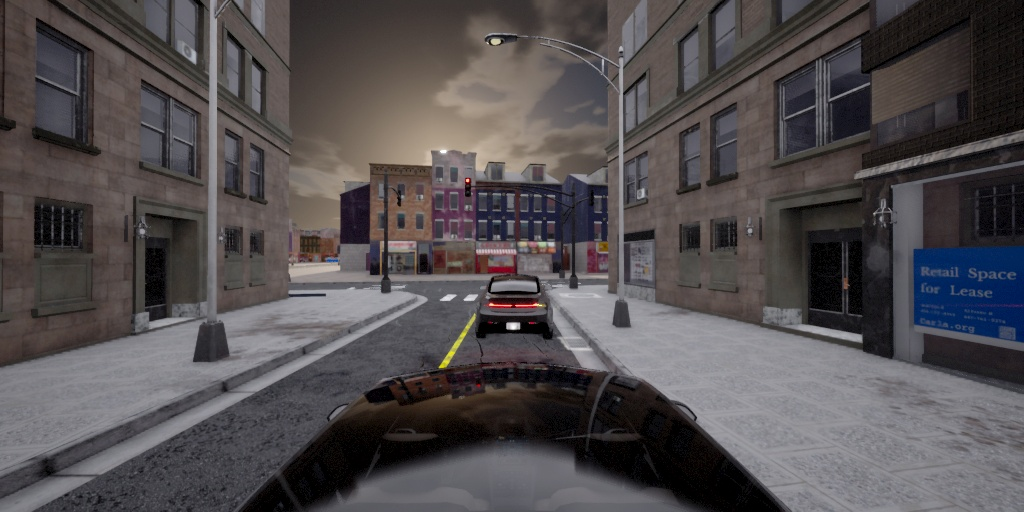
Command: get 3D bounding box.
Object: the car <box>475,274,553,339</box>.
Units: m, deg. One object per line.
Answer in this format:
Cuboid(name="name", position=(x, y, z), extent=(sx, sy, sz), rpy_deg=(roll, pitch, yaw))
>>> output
Cuboid(name="car", position=(0.098, 1.256, 10.110), extent=(1.837, 1.490, 4.892), rpy_deg=(0, 0, 2))
